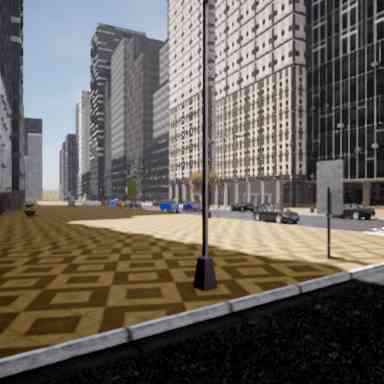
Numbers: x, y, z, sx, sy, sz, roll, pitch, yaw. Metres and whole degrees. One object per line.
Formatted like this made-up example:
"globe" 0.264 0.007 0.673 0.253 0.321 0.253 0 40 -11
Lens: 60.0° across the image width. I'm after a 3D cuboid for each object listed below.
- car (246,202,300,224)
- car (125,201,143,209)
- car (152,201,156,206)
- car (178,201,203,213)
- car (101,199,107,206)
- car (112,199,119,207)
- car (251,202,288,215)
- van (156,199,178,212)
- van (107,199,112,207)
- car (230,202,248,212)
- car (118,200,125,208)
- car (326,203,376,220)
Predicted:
"car" 6.551 1.710 26.181 2.008 1.369 4.403 -1 -1 -26
"car" -10.472 2.390 61.682 2.008 1.369 4.403 -1 -1 -26
"car" -7.779 2.621 75.449 1.802 1.307 4.206 -1 -1 -26
"car" 0.200 2.026 45.474 1.812 1.442 4.674 0 -1 -25
"car" -22.630 2.894 87.039 1.887 1.381 4.507 -1 -1 -26
"car" -15.336 2.586 71.825 1.887 1.381 4.507 -1 -1 -26
"car" 9.243 1.913 39.949 1.947 1.339 4.313 -1 0 -26
"van" -3.182 1.883 46.470 1.690 1.788 3.998 -1 -1 -26
"van" -17.771 2.485 76.898 1.690 1.788 3.998 -1 -1 -26
"car" 6.811 2.009 45.020 1.947 1.339 4.313 -1 0 -26
"car" -12.831 2.462 66.601 1.752 1.417 4.829 -1 -1 -26
"car" 14.106 1.709 29.805 2.008 1.369 4.403 -1 0 -26
